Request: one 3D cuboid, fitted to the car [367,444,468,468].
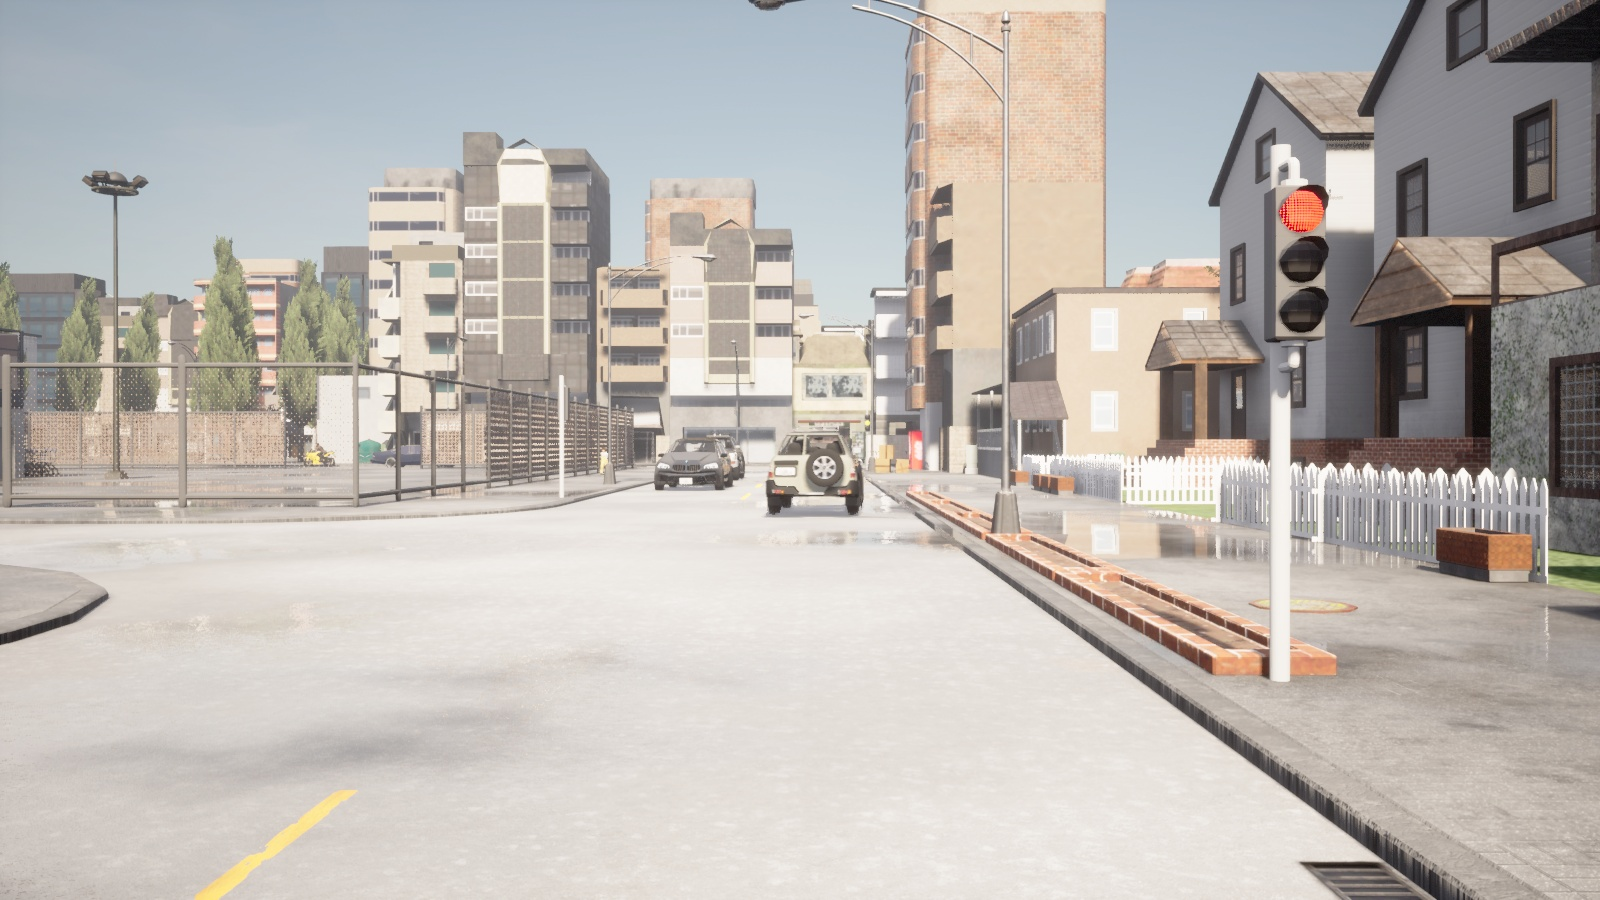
[{"bbox_3d":[-22.766,0.353,74.878,5.357,1.411,2.033,0,0,1],"label":"car"}]

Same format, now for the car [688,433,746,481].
[{"bbox_3d":[-3.313,0.273,50.980,1.932,1.855,4.605,0,0,2],"label":"car"}]

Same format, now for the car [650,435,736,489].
[{"bbox_3d":[-3.419,0.357,41.005,2.242,1.667,4.611,0,0,2],"label":"car"}]

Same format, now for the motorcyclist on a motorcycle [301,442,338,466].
[{"bbox_3d":[-30.227,0.258,78.965,2.044,1.523,0.797,0,0,1],"label":"motorcyclist on a motorcycle"}]

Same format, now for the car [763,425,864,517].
[{"bbox_3d":[0.388,0.408,27.570,1.932,1.855,4.605,0,0,4],"label":"car"}]
